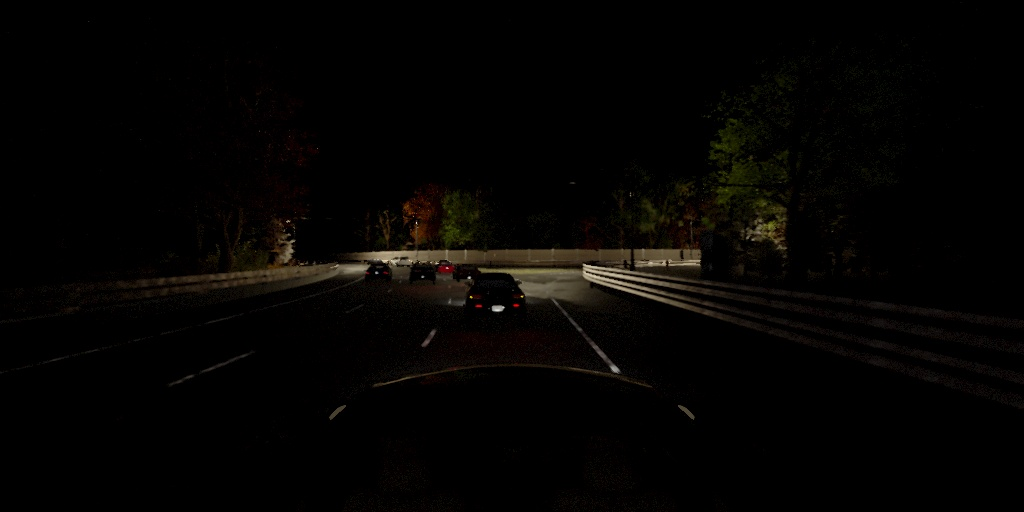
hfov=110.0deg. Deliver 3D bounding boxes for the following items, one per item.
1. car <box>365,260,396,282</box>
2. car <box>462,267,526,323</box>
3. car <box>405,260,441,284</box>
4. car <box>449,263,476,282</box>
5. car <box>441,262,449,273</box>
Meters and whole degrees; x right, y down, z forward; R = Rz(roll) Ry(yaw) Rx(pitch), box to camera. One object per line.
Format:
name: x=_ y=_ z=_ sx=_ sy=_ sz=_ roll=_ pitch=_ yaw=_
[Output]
car: x=-10.943 y=1.337 z=29.613 sx=2.033 sy=1.411 sz=5.357 roll=0 pitch=0 yaw=-16
car: x=-0.625 y=1.280 z=12.156 sx=1.812 sy=1.442 sz=4.674 roll=0 pitch=0 yaw=-6
car: x=-6.895 y=1.268 z=27.723 sx=2.128 sy=1.511 sz=4.902 roll=0 pitch=0 yaw=-14
car: x=-3.809 y=1.368 z=29.495 sx=1.895 sy=1.301 sz=4.718 roll=0 pitch=0 yaw=-14
car: x=-8.114 y=1.347 z=42.668 sx=1.994 sy=1.385 sz=4.181 roll=0 pitch=0 yaw=-21
